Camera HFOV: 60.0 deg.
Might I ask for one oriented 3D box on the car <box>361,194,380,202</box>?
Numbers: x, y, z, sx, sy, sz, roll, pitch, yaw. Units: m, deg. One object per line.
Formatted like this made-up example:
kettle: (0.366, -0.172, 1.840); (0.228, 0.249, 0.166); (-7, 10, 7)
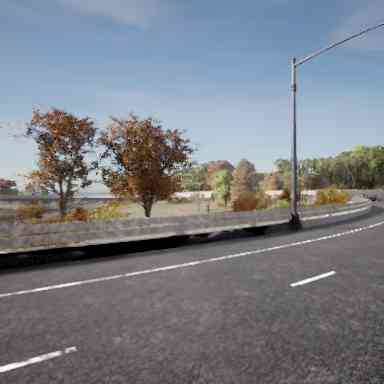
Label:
car: (38.623, 1.388, 72.838); (1.837, 1.490, 4.892); (0, 0, 8)

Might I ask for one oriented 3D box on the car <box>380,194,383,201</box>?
car: (42.069, 1.412, 72.222); (2.033, 1.411, 5.357); (0, 0, 8)
